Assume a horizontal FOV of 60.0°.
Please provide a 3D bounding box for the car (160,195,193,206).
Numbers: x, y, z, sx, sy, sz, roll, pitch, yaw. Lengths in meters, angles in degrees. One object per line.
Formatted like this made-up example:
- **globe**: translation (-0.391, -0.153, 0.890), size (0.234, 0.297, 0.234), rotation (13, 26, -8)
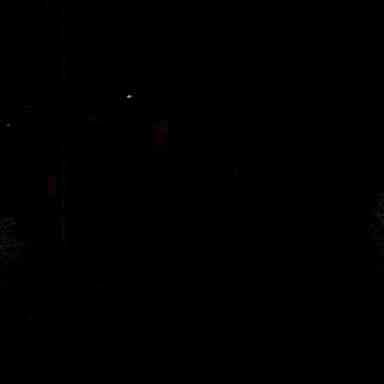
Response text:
- **car**: translation (-1.959, 1.085, 42.880), size (1.895, 1.301, 4.718), rotation (0, 1, 35)
